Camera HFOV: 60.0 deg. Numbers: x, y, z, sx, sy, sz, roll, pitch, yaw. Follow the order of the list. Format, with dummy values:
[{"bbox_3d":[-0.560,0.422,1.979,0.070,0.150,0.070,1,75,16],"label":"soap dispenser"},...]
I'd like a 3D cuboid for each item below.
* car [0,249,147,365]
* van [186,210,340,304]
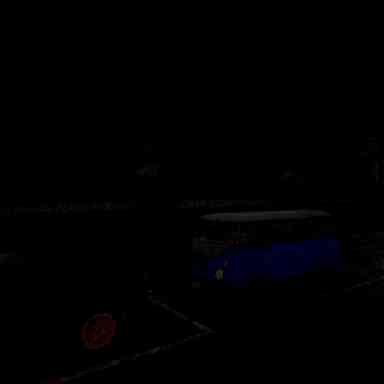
[{"bbox_3d":[-2.816,1.545,4.525,4.507,1.381,1.887,0,0,-36],"label":"car"},{"bbox_3d":[1.778,1.339,7.828,3.998,1.788,1.690,0,0,-36],"label":"van"}]
